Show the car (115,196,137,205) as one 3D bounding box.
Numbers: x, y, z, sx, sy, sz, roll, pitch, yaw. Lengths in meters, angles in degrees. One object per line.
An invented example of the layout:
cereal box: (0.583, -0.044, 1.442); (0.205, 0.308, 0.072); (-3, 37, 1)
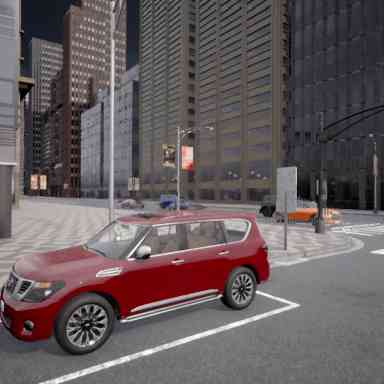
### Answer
car: (-11.155, 1.402, 55.827); (1.895, 1.301, 4.718); (1, -1, -36)

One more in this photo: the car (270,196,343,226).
car: (8.111, 1.368, 23.358); (2.097, 1.767, 4.553); (1, 0, -36)

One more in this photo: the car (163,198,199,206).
car: (-0.498, 1.621, 35.304); (2.033, 1.411, 5.357); (1, -1, -36)

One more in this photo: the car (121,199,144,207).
car: (-8.309, 1.654, 46.187); (1.812, 1.442, 4.674); (1, 0, -35)

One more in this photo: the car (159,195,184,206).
car: (-2.176, 1.349, 43.207); (2.150, 2.045, 5.566); (1, -1, -36)

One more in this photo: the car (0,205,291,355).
car: (-0.686, 1.316, 6.281); (5.009, 1.841, 2.192); (0, 0, -36)

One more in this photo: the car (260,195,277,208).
car: (8.360, 1.279, 28.587); (2.150, 2.045, 5.566); (1, -1, -36)
